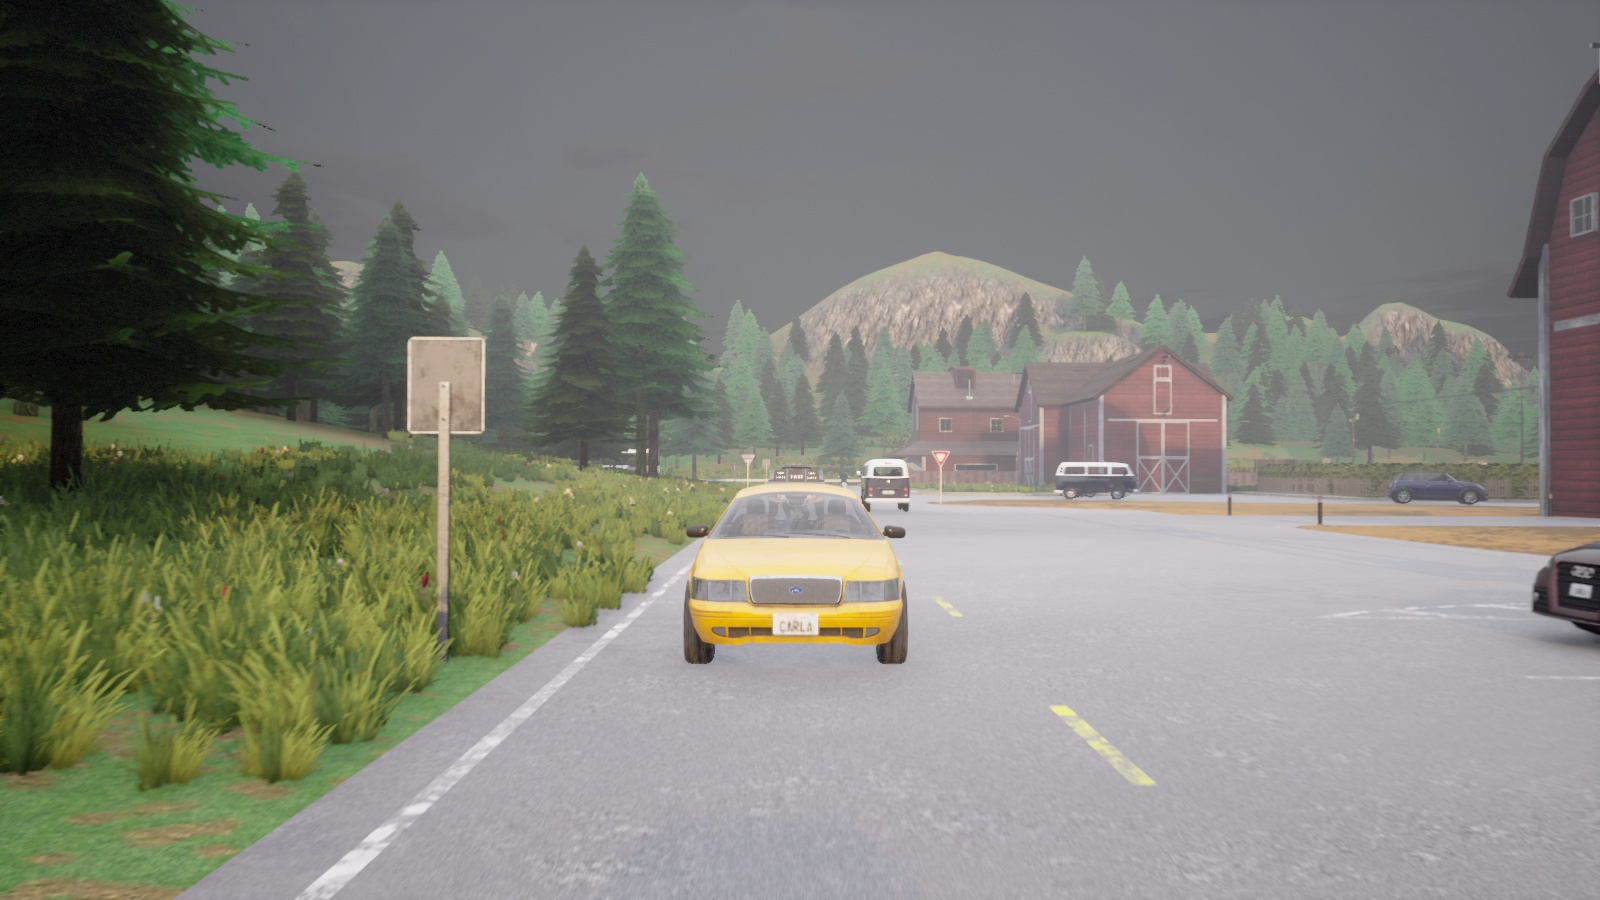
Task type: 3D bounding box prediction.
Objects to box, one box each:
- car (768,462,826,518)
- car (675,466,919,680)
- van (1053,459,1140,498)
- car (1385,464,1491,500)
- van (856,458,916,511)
[{"bbox_3d":[-0.108,1.375,44.431,1.932,1.855,4.605,0,-1,0],"label":"car"},{"bbox_3d":[-0.029,0.954,11.976,1.801,1.575,5.366,0,-1,0],"label":"car"},{"bbox_3d":[16.218,1.552,68.603,4.480,2.038,2.069,-1,-1,16],"label":"van"},{"bbox_3d":[32.326,1.599,63.749,4.553,1.767,2.097,0,-1,19],"label":"car"},{"bbox_3d":[3.378,1.364,50.174,2.069,2.038,4.480,0,-1,0],"label":"van"}]
